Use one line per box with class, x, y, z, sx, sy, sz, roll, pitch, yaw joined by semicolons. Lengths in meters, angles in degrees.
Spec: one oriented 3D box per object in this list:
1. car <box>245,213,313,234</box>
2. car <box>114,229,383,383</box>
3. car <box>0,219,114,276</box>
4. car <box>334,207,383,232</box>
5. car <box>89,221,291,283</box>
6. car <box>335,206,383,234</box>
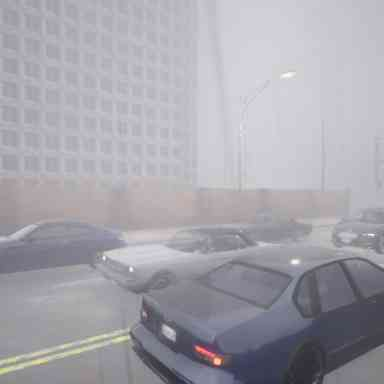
car;3.236;1.648;14.889;4.718;1.301;1.895;0;0;-35
car;1.793;1.565;5.026;5.357;1.411;2.033;0;0;-36
car;-4.188;1.534;9.602;4.674;1.442;1.812;0;0;-35
car;7.745;1.552;13.798;4.902;1.511;2.128;0;0;-35
car;0.131;1.621;8.383;4.718;1.301;1.895;0;0;-35
car;11.331;1.637;20.611;5.357;1.411;2.033;0;0;-35
